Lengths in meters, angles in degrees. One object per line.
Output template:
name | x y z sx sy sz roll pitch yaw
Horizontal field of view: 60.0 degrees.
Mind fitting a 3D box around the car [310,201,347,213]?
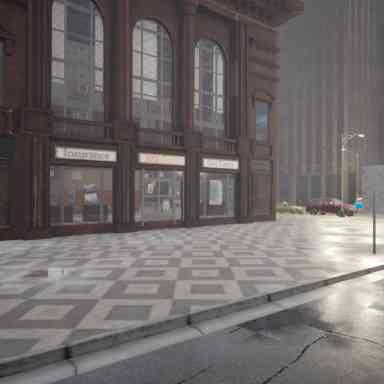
car | 17.637 1.901 43.110 1.802 1.307 4.206 -1 0 -35

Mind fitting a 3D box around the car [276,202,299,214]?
car | 10.777 1.801 38.044 1.752 1.417 4.829 0 0 -35

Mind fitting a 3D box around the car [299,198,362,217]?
car | 13.923 1.524 33.591 2.192 1.841 5.009 0 0 -35
